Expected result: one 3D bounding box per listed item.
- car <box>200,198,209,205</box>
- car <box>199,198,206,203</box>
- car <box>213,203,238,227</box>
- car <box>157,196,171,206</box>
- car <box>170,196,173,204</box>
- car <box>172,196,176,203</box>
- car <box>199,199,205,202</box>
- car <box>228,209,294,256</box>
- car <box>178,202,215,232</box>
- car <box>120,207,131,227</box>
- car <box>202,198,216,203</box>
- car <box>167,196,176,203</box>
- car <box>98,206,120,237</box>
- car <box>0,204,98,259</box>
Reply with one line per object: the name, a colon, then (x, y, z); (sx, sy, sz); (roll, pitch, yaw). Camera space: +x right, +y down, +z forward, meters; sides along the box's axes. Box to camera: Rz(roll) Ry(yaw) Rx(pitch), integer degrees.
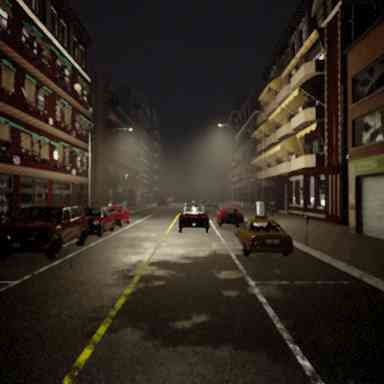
car: (2.767, 2.168, 75.264); (1.947, 1.339, 4.313); (0, 0, 0)
car: (2.778, 2.273, 86.536); (1.802, 1.307, 4.206); (0, 0, 0)
car: (2.716, 1.744, 24.540); (1.887, 1.381, 4.507); (0, 0, 0)
car: (-5.625, 2.063, 64.004); (2.008, 1.369, 4.403); (0, 0, 0)
car: (-5.620, 2.108, 69.641); (2.008, 1.369, 4.403); (0, 0, 0)
car: (-5.608, 2.190, 80.913); (1.887, 1.381, 4.507); (0, 0, 0)
car: (0.142, 1.875, 40.709); (2.033, 1.411, 5.357); (0, 0, 0)
car: (2.705, 1.635, 13.438); (1.752, 1.417, 4.829); (0, 0, 0)
car: (0.123, 1.665, 21.325); (2.128, 1.511, 4.902); (0, 0, 0)
car: (-5.664, 1.743, 24.553); (1.887, 1.381, 4.507); (0, 0, 0)
car: (2.739, 1.930, 47.084); (2.008, 1.369, 4.403); (0, 0, 0)
car: (-5.596, 2.049, 92.187); (2.192, 1.841, 5.009); (0, 0, 0)
car: (-5.670, 1.593, 18.916); (1.967, 1.590, 4.097); (0, 0, 0)
car: (-5.674, 1.423, 13.282); (2.192, 1.841, 5.009); (0, 0, 0)
